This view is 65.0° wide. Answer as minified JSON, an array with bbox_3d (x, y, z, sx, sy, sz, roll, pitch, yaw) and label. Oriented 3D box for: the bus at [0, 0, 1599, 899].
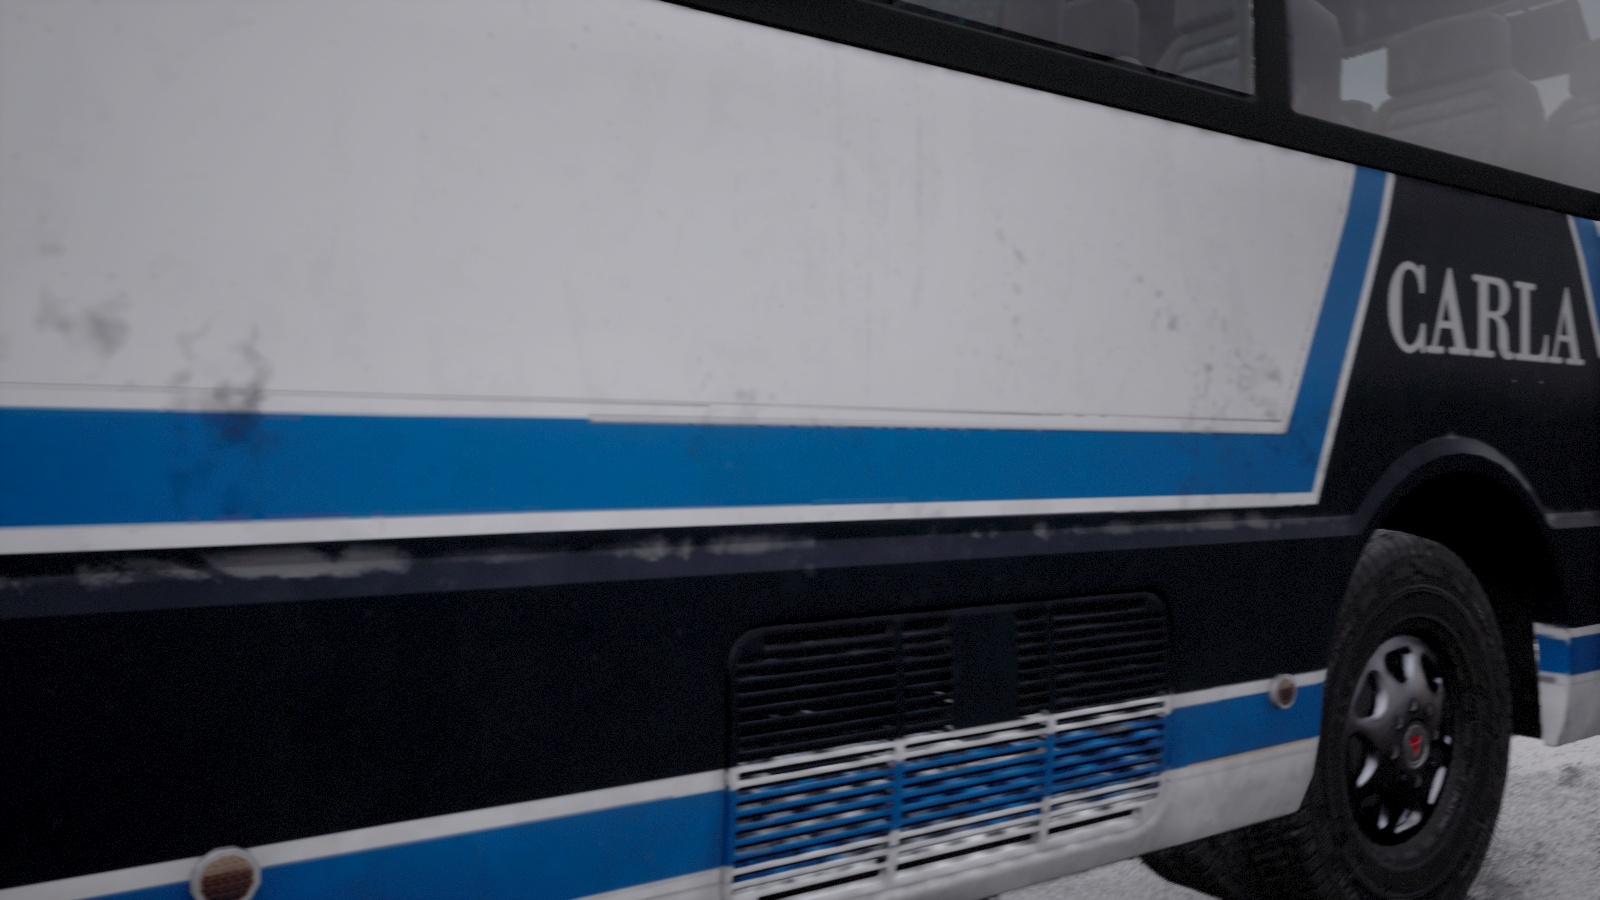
[{"bbox_3d":[-1.217,-0.621,3.424,10.273,4.253,3.944,0,0,-35],"label":"bus"}]
